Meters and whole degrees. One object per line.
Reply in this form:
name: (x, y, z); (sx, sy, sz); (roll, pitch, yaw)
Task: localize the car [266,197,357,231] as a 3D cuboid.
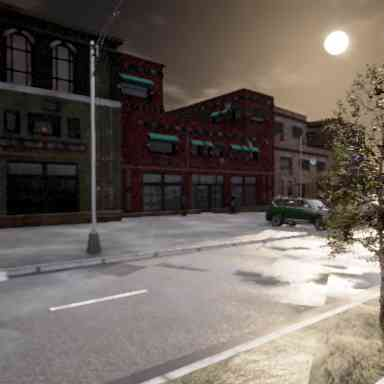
car: (7.607, 1.402, 22.495); (2.435, 2.045, 5.566); (1, -1, -40)

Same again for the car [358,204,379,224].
car: (11.744, 1.781, 26.059); (2.163, 1.488, 4.792); (1, -1, -41)
